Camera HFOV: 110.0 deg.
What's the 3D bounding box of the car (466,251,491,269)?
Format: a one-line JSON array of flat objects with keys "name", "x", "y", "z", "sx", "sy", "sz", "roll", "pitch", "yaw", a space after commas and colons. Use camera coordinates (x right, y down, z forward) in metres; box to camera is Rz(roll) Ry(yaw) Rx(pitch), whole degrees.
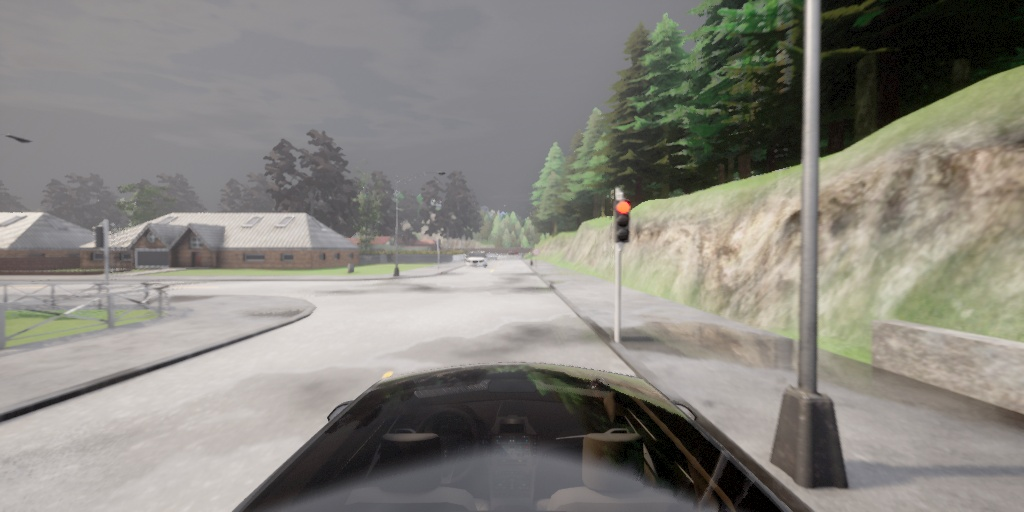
[{"name": "car", "x": -4.003, "y": 0.468, "z": 41.419, "sx": 2.150, "sy": 2.045, "sz": 5.566, "roll": 0, "pitch": 2, "yaw": 0}]
